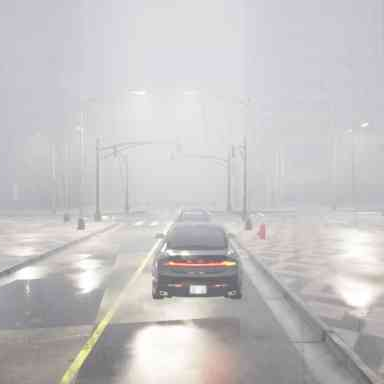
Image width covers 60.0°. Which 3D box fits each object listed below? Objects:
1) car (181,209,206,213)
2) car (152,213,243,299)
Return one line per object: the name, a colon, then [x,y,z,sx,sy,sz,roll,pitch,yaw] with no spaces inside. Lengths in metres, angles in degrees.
car: [0.059,1.556,17.294,1.994,1.385,4.181,0,0,1]
car: [0.100,1.502,8.391,1.837,1.490,4.892,0,0,0]
